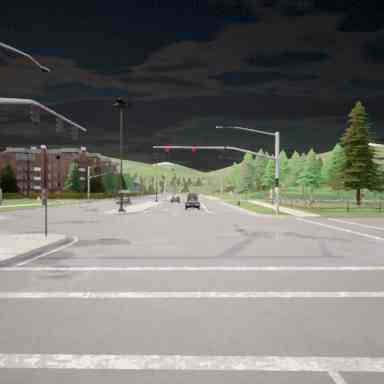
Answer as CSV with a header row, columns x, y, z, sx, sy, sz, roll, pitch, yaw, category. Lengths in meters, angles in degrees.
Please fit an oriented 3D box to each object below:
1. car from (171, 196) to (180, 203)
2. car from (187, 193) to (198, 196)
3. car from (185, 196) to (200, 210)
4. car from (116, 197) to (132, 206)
x,y,z,sx,sy,sz,roll,pitch,yaw,category
-3.412,1.491,68.922,2.128,1.511,4.902,0,0,0,car
0.088,1.221,68.949,2.150,2.045,5.566,0,0,0,car
0.055,1.601,43.513,1.895,1.301,4.718,0,0,0,car
-11.493,1.525,56.090,1.812,1.442,4.674,0,0,0,car
